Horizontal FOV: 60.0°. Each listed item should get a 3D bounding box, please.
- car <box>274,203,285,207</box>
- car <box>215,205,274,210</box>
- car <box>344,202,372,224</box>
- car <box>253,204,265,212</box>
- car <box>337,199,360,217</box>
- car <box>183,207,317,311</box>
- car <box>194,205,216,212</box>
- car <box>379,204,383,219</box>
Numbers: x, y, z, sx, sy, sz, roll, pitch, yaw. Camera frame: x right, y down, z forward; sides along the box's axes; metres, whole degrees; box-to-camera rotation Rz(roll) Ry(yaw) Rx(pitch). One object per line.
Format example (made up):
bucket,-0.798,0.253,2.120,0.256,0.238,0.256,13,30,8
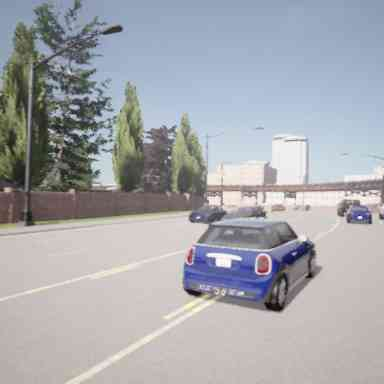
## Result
car,16.440,2.923,63.066,2.097,1.767,4.553,1,-3,7
car,3.909,1.752,23.788,2.033,1.411,5.357,0,0,29
car,14.345,1.905,28.625,1.812,1.442,4.674,1,-1,24
car,13.204,3.182,65.795,1.994,1.385,4.181,1,-3,5
car,18.545,1.887,39.225,2.150,2.045,5.566,1,-1,18
car,1.696,1.427,8.341,2.097,1.767,4.553,0,0,31
car,1.388,1.758,26.599,1.994,1.385,4.181,0,0,28
car,19.663,1.752,32.193,2.150,2.045,5.566,1,-1,22
